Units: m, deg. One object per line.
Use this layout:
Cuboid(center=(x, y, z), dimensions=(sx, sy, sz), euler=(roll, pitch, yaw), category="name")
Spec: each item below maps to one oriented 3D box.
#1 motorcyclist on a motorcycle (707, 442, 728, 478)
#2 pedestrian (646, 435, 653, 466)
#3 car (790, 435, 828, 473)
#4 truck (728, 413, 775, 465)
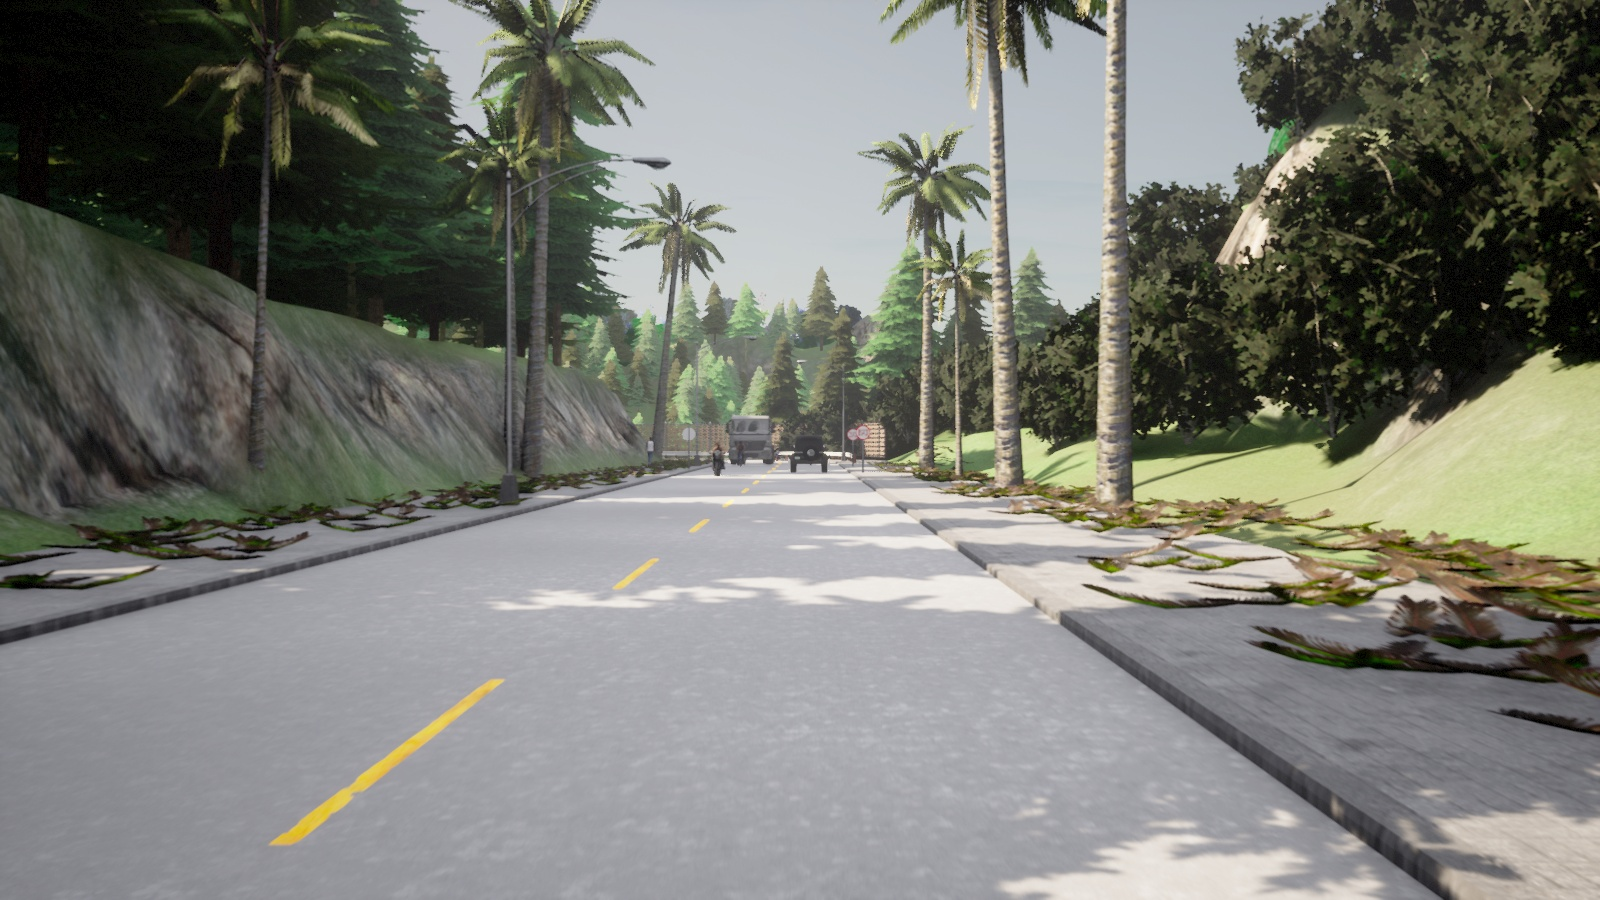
Cuboid(center=(-3.605, 0.415, 55.040), dimensions=(0.797, 1.523, 2.044), euler=(0, 0, 0), category="motorcyclist on a motorcycle")
Cuboid(center=(-8.791, 0.036, 73.302), dimensions=(0.354, 1.836, 0.706), euler=(0, 0, 0), category="pedestrian")
Cuboid(center=(0.465, 0.178, 64.702), dimensions=(1.905, 1.878, 3.866), euler=(0, 0, 0), category="car")
Cuboid(center=(-3.299, -0.732, 87.641), dimensions=(2.891, 3.462, 7.936), euler=(0, 0, 1), category="truck")
